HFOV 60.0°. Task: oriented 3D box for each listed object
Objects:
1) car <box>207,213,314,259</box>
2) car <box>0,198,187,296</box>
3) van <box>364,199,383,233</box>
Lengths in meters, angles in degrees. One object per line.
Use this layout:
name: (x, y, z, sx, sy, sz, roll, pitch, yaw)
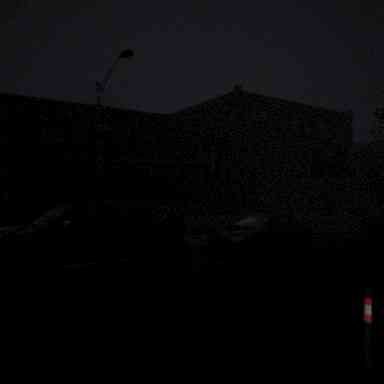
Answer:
car: (2.726, 1.540, 12.641, 4.674, 1.452, 2.002, 1, 0, -35)
car: (-2.756, 1.194, 8.716, 5.566, 2.045, 2.435, 1, 0, -35)
van: (11.645, 1.389, 19.032, 4.442, 1.987, 1.878, 0, 0, -33)
